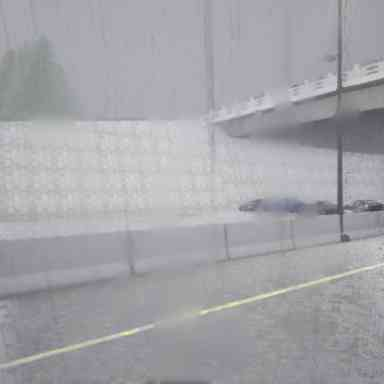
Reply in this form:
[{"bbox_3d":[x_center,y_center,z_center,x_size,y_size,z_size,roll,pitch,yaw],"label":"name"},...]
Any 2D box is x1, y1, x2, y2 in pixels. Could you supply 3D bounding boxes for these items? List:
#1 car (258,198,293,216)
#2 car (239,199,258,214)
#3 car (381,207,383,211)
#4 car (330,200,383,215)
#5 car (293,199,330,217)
[{"bbox_3d":[9.070,1.376,31.932,5.008,1.535,1.882,0,0,-35],"label":"car"},{"bbox_3d":[7.003,1.424,34.755,4.674,1.442,1.812,0,0,-35],"label":"car"},{"bbox_3d":[7.389,1.309,9.013,4.553,1.767,2.097,0,0,-35],"label":"car"},{"bbox_3d":[13.638,1.389,26.591,4.902,1.511,2.128,0,0,-35],"label":"car"},{"bbox_3d":[11.232,1.463,29.174,4.181,1.385,1.994,0,0,-35],"label":"car"}]
